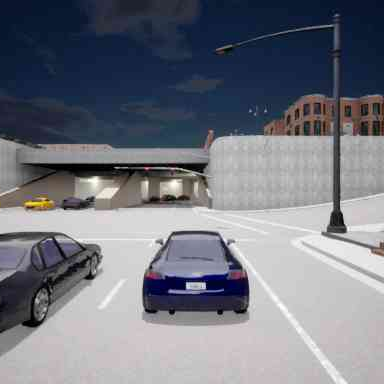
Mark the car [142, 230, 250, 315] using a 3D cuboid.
[{"bbox_3d":[0.075,1.564,7.653,1.994,1.385,4.181,0,0,0],"label":"car"}]

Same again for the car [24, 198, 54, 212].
[{"bbox_3d":[-18.177,1.478,39.725,1.882,1.535,5.008,0,0,-2],"label":"car"}]

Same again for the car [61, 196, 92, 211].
[{"bbox_3d":[-14.745,1.547,41.966,2.033,1.411,5.357,0,0,-2],"label":"car"}]

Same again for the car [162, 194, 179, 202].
[{"bbox_3d":[-4.773,1.355,75.163,2.097,1.767,4.553,0,0,6],"label":"car"}]

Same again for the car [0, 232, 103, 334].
[{"bbox_3d":[-3.426,1.547,6.955,2.033,1.411,5.357,0,0,0],"label":"car"}]

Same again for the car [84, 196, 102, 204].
[{"bbox_3d":[-18.731,1.492,63.234,2.128,1.511,4.902,0,0,-1],"label":"car"}]

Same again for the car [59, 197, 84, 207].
[{"bbox_3d":[-18.485,1.493,51.339,2.128,1.511,4.902,0,0,-1],"label":"car"}]

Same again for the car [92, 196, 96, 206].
[{"bbox_3d":[-15.008,1.525,52.332,1.812,1.442,4.674,0,0,-1],"label":"car"}]

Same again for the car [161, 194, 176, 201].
[{"bbox_3d":[-5.952,1.355,84.921,2.097,1.767,4.553,0,0,24],"label":"car"}]

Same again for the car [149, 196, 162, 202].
[{"bbox_3d":[-8.292,1.540,74.870,2.033,1.411,5.357,0,0,6],"label":"car"}]

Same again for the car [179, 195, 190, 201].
[{"bbox_3d":[-2.146,1.524,84.959,1.812,1.442,4.674,0,0,28],"label":"car"}]
